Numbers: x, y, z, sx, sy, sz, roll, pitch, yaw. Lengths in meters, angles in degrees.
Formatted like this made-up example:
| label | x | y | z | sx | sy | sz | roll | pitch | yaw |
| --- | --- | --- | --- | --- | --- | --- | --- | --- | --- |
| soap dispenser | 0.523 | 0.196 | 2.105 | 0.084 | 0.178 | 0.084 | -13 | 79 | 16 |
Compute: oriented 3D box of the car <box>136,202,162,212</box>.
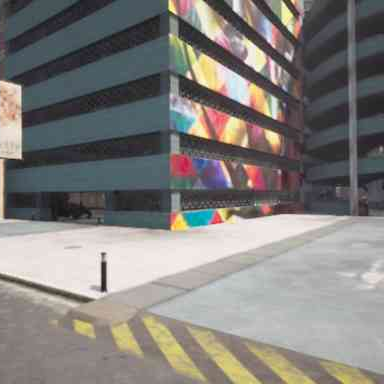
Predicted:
| label | x | y | z | sx | sy | sz | roll | pitch | yaw |
| --- | --- | --- | --- | --- | --- | --- | --- | --- | --- |
| car | -4.552 | 1.824 | 40.939 | 4.718 | 1.301 | 1.895 | -1 | -1 | 36 |

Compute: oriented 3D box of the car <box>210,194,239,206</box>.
| label | x | y | z | sx | sy | sz | roll | pitch | yaw |
| --- | --- | --- | --- | --- | --- | --- | --- | --- | --- |
| car | 5.559 | 1.404 | 56.453 | 5.566 | 2.045 | 2.435 | -1 | -1 | 36 |

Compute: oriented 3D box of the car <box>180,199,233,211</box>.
| label | x | y | z | sx | sy | sz | roll | pitch | yaw |
| --- | --- | --- | --- | --- | --- | --- | --- | --- | --- |
| car | 0.651 | 1.527 | 27.991 | 4.674 | 1.452 | 2.002 | -1 | -1 | 36 |

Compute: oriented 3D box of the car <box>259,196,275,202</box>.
| label | x | y | z | sx | sy | sz | roll | pitch | yaw |
| --- | --- | --- | --- | --- | --- | --- | --- | --- | --- |
| car | 19.763 | 1.962 | 89.206 | 4.892 | 1.521 | 2.231 | -1 | -1 | 36 |

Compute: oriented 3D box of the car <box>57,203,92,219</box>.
| label | x | y | z | sx | sy | sz | roll | pitch | yaw |
| --- | --- | --- | --- | --- | --- | --- | --- | --- | --- |
| car | -11.658 | 1.777 | 31.760 | 4.786 | 1.482 | 2.161 | -1 | -1 | 36 |
